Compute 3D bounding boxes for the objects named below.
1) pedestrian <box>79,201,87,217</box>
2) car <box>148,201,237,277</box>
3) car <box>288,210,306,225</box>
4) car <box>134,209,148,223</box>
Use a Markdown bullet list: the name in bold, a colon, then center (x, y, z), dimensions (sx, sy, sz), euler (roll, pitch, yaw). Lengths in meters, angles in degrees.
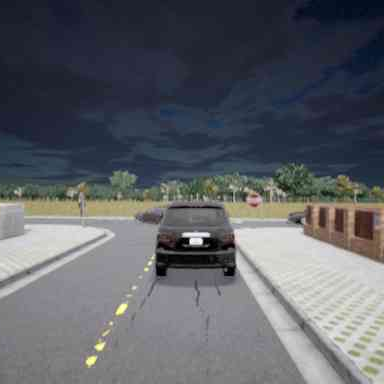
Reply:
- **pedestrian**: center (-9.711, 1.304, 29.549), dimensions (0.375, 1.860, 0.375), euler (0, -2, 0)
- **car**: center (0.097, 1.307, 10.655), dimensions (2.150, 2.045, 5.566), euler (0, -1, 0)
- **car**: center (10.208, 1.874, 26.765), dimensions (4.892, 1.490, 1.837), euler (1, -1, 0)
- **car**: center (-2.346, 1.741, 25.164), dimensions (2.033, 1.411, 5.357), euler (2, -1, -38)
